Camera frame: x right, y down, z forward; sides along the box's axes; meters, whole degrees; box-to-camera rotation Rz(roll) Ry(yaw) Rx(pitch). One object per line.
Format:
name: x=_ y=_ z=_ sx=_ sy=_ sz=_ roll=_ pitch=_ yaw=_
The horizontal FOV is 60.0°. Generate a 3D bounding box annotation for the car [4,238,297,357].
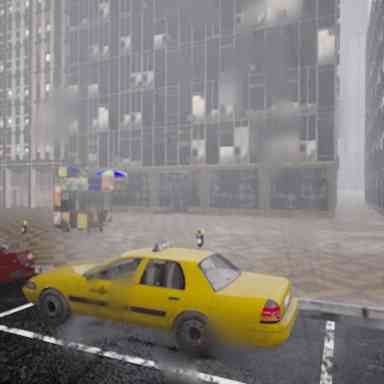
car: x=-0.742 y=1.530 z=5.740 sx=4.829 sy=1.417 sz=1.752 roll=0 pitch=0 yaw=24

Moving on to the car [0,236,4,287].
car: x=-5.636 y=1.588 z=7.919 sx=4.206 sy=1.307 sz=1.802 roll=0 pitch=0 yaw=24
